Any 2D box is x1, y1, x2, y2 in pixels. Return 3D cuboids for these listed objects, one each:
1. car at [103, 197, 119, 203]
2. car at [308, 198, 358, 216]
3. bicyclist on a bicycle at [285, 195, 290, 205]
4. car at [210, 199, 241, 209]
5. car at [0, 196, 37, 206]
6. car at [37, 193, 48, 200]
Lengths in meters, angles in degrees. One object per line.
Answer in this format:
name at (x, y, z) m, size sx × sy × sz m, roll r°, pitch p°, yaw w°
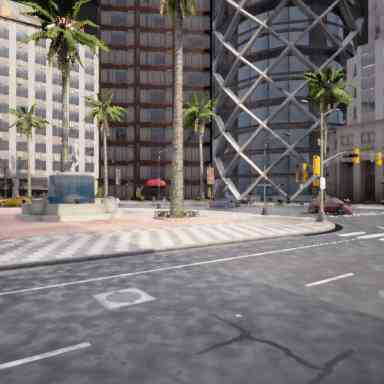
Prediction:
car at (-15.302, 1.533, 59.270) m, size 4.674 × 1.442 × 1.812 m, roll 0°, pitch 0°, yaw 3°
car at (14.135, 1.362, 33.439) m, size 2.097 × 1.767 × 4.553 m, roll 0°, pitch 0°, yaw -37°
bicyclist on a bicycle at (15.719, 1.316, 54.588) m, size 0.582 × 1.620 × 1.656 m, roll 0°, pitch 0°, yaw 42°
car at (4.472, 1.574, 44.742) m, size 4.181 × 1.385 × 1.994 m, roll 0°, pitch 0°, yaw 38°
car at (-28.765, 1.480, 54.457) m, size 5.008 × 1.535 × 1.882 m, roll 0°, pitch 0°, yaw -14°
car at (-25.902, 1.225, 58.676) m, size 5.566 × 2.045 × 2.150 m, roll 0°, pitch 0°, yaw -10°
